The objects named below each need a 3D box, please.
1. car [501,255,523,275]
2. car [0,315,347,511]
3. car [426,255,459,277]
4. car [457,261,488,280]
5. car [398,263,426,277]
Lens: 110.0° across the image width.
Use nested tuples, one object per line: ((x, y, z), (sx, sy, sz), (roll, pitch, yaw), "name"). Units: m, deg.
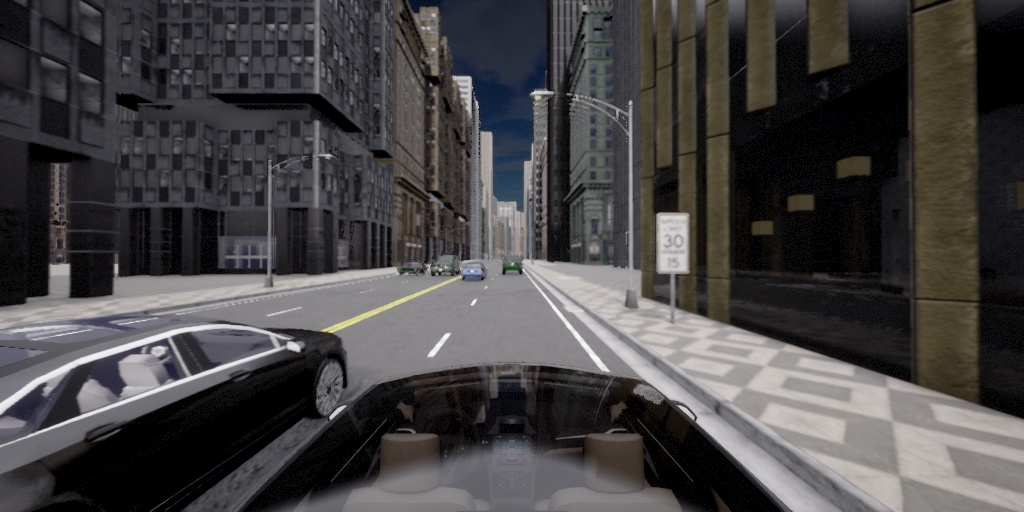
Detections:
((0.039, 0.928, 38.898), (2.150, 2.045, 5.566), (0, 0, 0), "car")
((-3.150, 1.241, 2.956), (2.128, 1.511, 4.902), (0, 0, 0), "car")
((-6.506, 0.927, 35.482), (2.150, 2.045, 5.566), (0, 0, 0), "car")
((-3.153, 1.264, 30.906), (2.033, 1.411, 5.357), (0, 0, 0), "car")
((-9.756, 1.318, 35.481), (1.895, 1.301, 4.718), (0, 0, 0), "car")
